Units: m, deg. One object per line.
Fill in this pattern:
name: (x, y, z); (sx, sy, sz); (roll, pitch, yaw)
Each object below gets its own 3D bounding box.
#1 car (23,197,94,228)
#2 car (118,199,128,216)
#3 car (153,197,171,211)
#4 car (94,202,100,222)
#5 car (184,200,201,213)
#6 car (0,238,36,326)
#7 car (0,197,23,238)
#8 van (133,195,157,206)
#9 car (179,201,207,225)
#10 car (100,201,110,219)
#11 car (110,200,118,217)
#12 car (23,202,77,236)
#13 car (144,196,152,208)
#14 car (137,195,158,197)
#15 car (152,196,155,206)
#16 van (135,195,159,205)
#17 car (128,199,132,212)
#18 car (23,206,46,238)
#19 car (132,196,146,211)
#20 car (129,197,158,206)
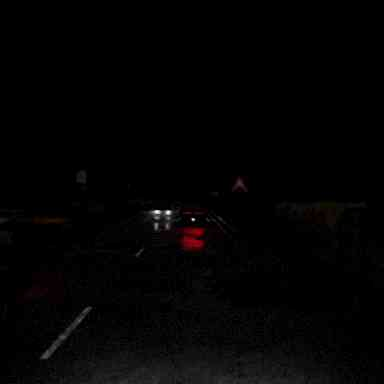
car: (-9.249, 1.331, 20.653); (5.566, 2.045, 2.435); (-1, -1, -20)
car: (-9.160, 1.685, 32.647); (4.792, 1.488, 2.163); (-1, -1, -20)
car: (-3.922, 1.791, 46.185); (1.812, 1.442, 4.674); (0, 0, 0)
car: (-9.236, 1.639, 23.629); (4.674, 1.452, 2.002); (-1, 0, -20)
car: (0.101, 1.780, 41.754); (2.033, 1.411, 5.357); (0, 0, 0)
car: (-4.109, 1.618, 4.323); (1.895, 1.301, 4.718); (0, 0, 0)
car: (-9.297, 1.284, 11.636); (5.566, 2.045, 2.435); (-1, -1, -20)
van: (-9.274, 1.589, 65.605); (4.442, 1.987, 1.878); (-1, 1, -20)
car: (0.085, 1.627, 25.131); (1.837, 1.490, 4.892); (0, 0, 0)
car: (-9.254, 1.492, 26.627); (4.553, 1.767, 2.185); (-1, -1, -20)
car: (-9.236, 1.511, 29.628); (4.553, 1.767, 2.185); (-1, -1, -20)
car: (-9.105, 1.561, 17.693); (5.366, 1.575, 1.946); (-1, -1, -20)
car: (-8.960, 1.758, 47.703); (5.366, 1.575, 1.946); (-1, -1, -20)
car: (-9.305, 1.840, 59.590); (5.366, 1.575, 1.946); (-1, 0, -20)
car: (-8.956, 1.779, 50.704); (5.366, 1.575, 1.946); (-1, -1, -20)
van: (-9.290, 1.571, 68.605); (4.442, 1.987, 1.878); (-1, 1, -20)
car: (-9.175, 1.716, 35.638); (4.674, 1.452, 2.002); (-1, -1, -20)
car: (-9.271, 1.580, 14.636); (4.792, 1.488, 2.163); (-1, -1, -20)
car: (-9.149, 1.742, 44.639); (4.892, 1.521, 2.231); (-1, -1, -20)
car: (-9.153, 1.831, 62.658); (5.008, 1.535, 2.097); (-1, 0, -20)
